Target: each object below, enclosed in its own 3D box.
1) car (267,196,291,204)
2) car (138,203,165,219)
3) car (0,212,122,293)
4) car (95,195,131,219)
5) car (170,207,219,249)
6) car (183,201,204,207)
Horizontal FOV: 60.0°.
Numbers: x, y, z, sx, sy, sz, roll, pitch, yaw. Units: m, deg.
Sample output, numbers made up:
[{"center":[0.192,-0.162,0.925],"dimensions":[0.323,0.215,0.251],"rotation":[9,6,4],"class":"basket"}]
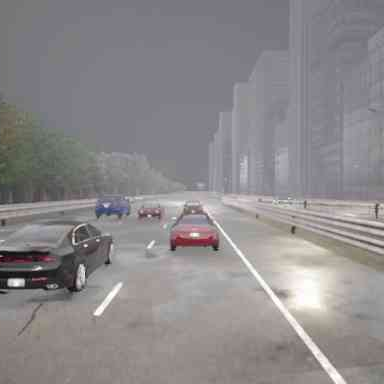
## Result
[{"center":[13.470,1.479,52.228],"dimensions":[2.097,1.767,4.553],"rotation":[0,0,-17],"class":"car"},{"center":[-3.399,1.617,28.832],"dimensions":[1.895,1.301,4.718],"rotation":[0,0,0],"class":"car"},{"center":[-3.400,1.507,8.872],"dimensions":[1.837,1.490,4.892],"rotation":[0,0,0],"class":"car"},{"center":[-6.896,1.238,29.475],"dimensions":[2.150,2.045,5.566],"rotation":[0,0,0],"class":"car"},{"center":[0.100,1.569,14.468],"dimensions":[1.994,1.385,4.181],"rotation":[0,0,0],"class":"car"},{"center":[0.102,1.544,31.258],"dimensions":[1.812,1.442,4.674],"rotation":[0,0,0],"class":"car"}]
